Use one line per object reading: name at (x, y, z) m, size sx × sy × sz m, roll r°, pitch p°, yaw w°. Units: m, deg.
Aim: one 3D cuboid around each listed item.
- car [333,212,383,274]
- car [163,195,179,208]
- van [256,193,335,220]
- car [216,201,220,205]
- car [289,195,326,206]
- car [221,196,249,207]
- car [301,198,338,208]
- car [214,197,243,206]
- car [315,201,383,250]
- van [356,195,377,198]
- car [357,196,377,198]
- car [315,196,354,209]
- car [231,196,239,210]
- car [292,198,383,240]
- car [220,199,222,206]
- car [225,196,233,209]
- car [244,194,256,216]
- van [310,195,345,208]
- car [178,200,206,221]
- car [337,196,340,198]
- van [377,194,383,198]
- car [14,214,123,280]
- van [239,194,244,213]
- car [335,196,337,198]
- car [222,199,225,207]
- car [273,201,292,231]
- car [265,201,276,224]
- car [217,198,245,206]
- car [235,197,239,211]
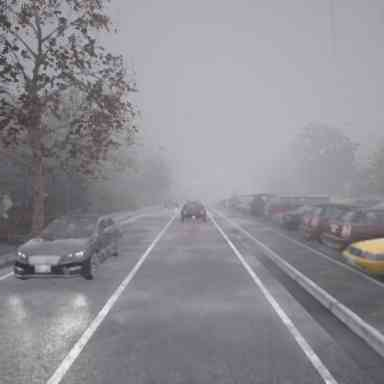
car at (6.854, 1.454, 8.718) m, size 5.366 × 1.575 × 1.946 m, roll 0°, pitch 0°, yaw 0°
car at (-3.247, 1.410, 52.738) m, size 2.150 × 2.045 × 5.566 m, roll 0°, pitch -1°, yaw 1°
van at (6.956, 1.163, 22.597) m, size 4.442 × 1.987 × 1.878 m, roll 0°, pitch 0°, yaw 0°
car at (7.117, 1.419, 53.118) m, size 5.566 × 2.045 × 2.435 m, roll 0°, pitch -1°, yaw 0°
car at (20.265, 1.485, 58.413) m, size 5.566 × 2.045 × 2.435 m, roll 0°, pitch -1°, yaw 0°
car at (7.183, 1.578, 55.888) m, size 4.553 × 1.767 × 2.185 m, roll 0°, pitch -1°, yaw 0°
car at (20.218, 1.668, 52.874) m, size 4.892 × 1.521 × 2.231 m, roll 0°, pitch -1°, yaw 0°
car at (6.986, 1.840, 64.203) m, size 5.366 × 1.575 × 1.946 m, roll 0°, pitch -1°, yaw 0°
car at (7.015, 1.318, 11.493) m, size 4.553 × 1.767 × 2.185 m, roll 0°, pitch 0°, yaw 0°
van at (20.302, 1.255, 36.255) m, size 4.442 × 1.987 × 1.878 m, roll 0°, pitch -1°, yaw 0°
car at (19.994, 1.447, 33.482) m, size 5.366 × 1.575 × 1.946 m, roll 0°, pitch -1°, yaw 0°
car at (20.180, 1.479, 47.335) m, size 4.553 × 1.767 × 2.185 m, roll 0°, pitch -1°, yaw 0°
car at (7.076, 1.514, 36.460) m, size 4.792 × 1.488 × 2.163 m, roll 0°, pitch -1°, yaw 0°
car at (7.022, 1.304, 14.269) m, size 4.553 × 1.767 × 2.185 m, roll 0°, pitch 0°, yaw 0°
car at (7.168, 1.669, 50.338) m, size 4.792 × 1.488 × 2.163 m, roll 0°, pitch -1°, yaw 0°
car at (7.124, 1.546, 42.011) m, size 5.008 × 1.535 × 2.097 m, roll 0°, pitch -1°, yaw 0°
car at (7.108, 1.124, 25.373) m, size 5.566 × 2.045 × 2.435 m, roll 0°, pitch 0°, yaw 0°
van at (20.335, 1.410, 50.106) m, size 4.442 × 1.987 × 1.878 m, roll 0°, pitch -1°, yaw 0°
car at (0.121, 1.556, 26.557) m, size 1.895 × 1.301 × 4.718 m, roll 0°, pitch 0°, yaw 0°
car at (20.186, 1.513, 39.023) m, size 4.892 × 1.521 × 2.231 m, roll 0°, pitch -1°, yaw 0°
van at (20.055, 1.193, 30.717) m, size 4.442 × 1.987 × 1.878 m, roll 0°, pitch -1°, yaw 0°
car at (-3.343, 1.444, 9.902) m, size 2.128 × 1.511 × 4.902 m, roll 0°, pitch 0°, yaw 0°
van at (6.976, 1.196, 30.910) m, size 4.442 × 1.987 × 1.878 m, roll 0°, pitch -1°, yaw 0°
car at (20.193, 1.543, 41.793) m, size 5.008 × 1.535 × 2.097 m, roll 0°, pitch -1°, yaw 0°
car at (7.135, 1.648, 47.563) m, size 4.674 × 1.452 × 2.002 m, roll 0°, pitch -1°, yaw 0°
car at (7.054, 1.416, 17.046) m, size 5.008 × 1.535 × 2.097 m, roll 0°, pitch 0°, yaw 0°
car at (7.069, 1.443, 19.822) m, size 4.674 × 1.452 × 2.002 m, roll 0°, pitch 0°, yaw 0°
car at (7.171, 1.790, 61.434) m, size 4.892 × 1.521 × 2.231 m, roll 0°, pitch -1°, yaw 0°
car at (7.102, 1.493, 33.682) m, size 4.674 × 1.452 × 2.002 m, roll 0°, pitch -1°, yaw 0°
